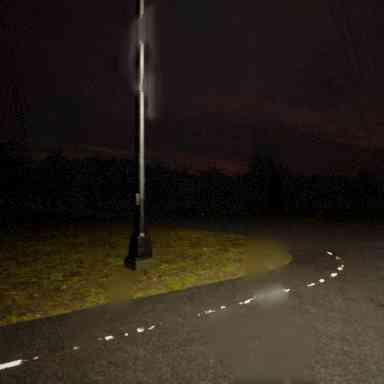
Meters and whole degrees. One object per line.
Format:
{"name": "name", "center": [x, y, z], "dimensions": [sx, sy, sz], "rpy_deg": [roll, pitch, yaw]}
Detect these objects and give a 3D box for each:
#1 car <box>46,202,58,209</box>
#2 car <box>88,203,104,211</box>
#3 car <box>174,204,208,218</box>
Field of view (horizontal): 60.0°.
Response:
{"name": "car", "center": [-27.963, 2.731, 66.272], "dimensions": [2.033, 1.411, 5.357], "rpy_deg": [2, -2, -29]}
{"name": "car", "center": [-17.953, 2.775, 62.150], "dimensions": [1.812, 1.442, 4.674], "rpy_deg": [3, -3, -36]}
{"name": "car", "center": [-0.233, 2.147, 37.602], "dimensions": [2.128, 1.511, 4.902], "rpy_deg": [3, -3, -36]}
